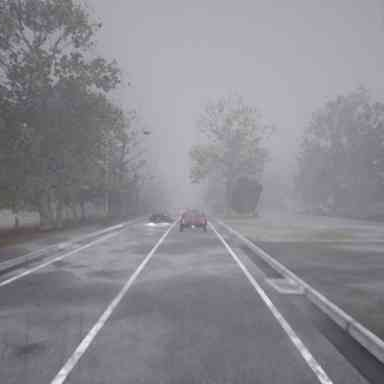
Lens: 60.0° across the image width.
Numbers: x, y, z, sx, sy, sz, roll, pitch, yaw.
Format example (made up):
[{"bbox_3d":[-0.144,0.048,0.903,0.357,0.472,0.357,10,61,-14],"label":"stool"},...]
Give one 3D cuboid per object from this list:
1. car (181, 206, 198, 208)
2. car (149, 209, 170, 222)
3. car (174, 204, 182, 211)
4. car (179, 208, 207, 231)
[{"bbox_3d":[0.086,2.589,41.436,2.128,1.511,4.902,0,-2,0],"label":"car"},{"bbox_3d":[-3.359,2.459,35.100,1.895,1.301,4.718,0,-2,0],"label":"car"},{"bbox_3d":[-3.109,3.494,75.644,1.837,1.490,4.892,0,-1,1],"label":"car"},{"bbox_3d":[0.092,2.093,24.431,1.895,1.301,4.718,0,-2,0],"label":"car"}]
